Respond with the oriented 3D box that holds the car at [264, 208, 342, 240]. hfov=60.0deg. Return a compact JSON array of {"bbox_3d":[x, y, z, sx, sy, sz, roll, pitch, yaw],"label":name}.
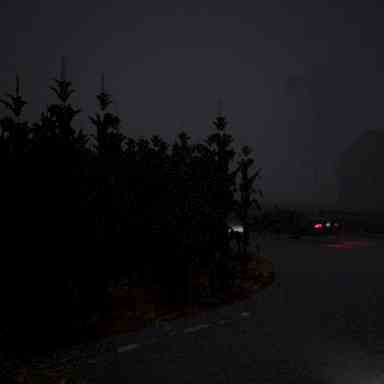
[{"bbox_3d":[4.901,1.547,17.207,2.033,1.411,5.357,0,0,-31],"label":"car"}]
